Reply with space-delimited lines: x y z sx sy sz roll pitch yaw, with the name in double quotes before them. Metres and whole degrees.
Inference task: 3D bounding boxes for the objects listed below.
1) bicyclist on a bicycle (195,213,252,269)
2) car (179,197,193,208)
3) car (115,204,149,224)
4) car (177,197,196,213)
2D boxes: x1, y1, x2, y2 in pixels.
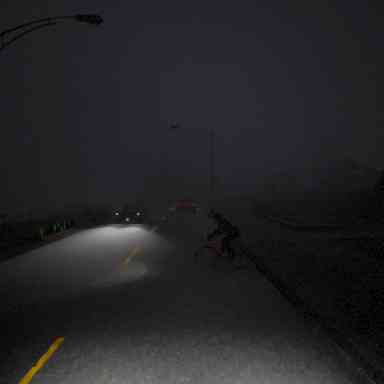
"bicyclist on a bicycle" 0.901 1.418 9.569 1.656 1.620 0.582 -1 0 -1
"car" -0.866 1.469 48.847 1.882 1.535 5.008 0 0 -1
"car" -4.476 1.597 25.150 1.895 1.301 4.718 0 0 -1
"car" -0.628 1.346 37.725 2.097 1.767 4.553 0 0 -1
